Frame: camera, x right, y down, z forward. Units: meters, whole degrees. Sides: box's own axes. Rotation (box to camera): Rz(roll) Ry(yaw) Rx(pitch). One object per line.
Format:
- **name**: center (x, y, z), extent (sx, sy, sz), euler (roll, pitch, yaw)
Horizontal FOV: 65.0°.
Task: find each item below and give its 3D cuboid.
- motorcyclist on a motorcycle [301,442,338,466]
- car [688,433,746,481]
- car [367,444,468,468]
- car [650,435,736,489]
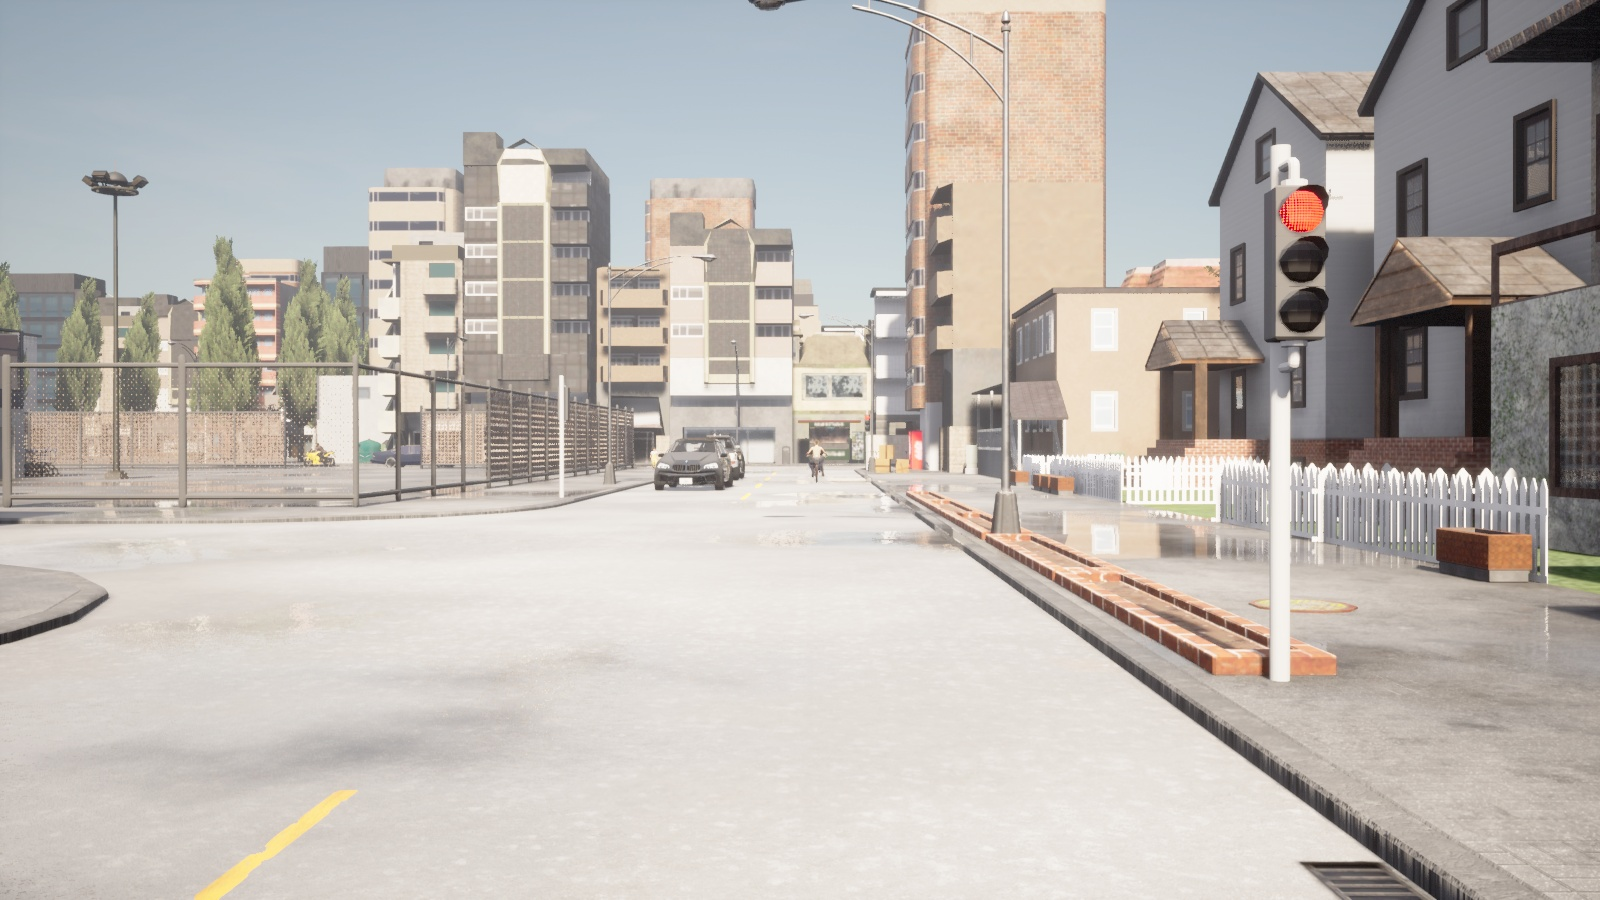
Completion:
- **motorcyclist on a motorcycle**: center (-30.227, 0.258, 78.965), extent (2.044, 1.523, 0.797), euler (0, 0, 1)
- **car**: center (-3.313, 0.273, 50.980), extent (1.932, 1.855, 4.605), euler (0, 0, 2)
- **car**: center (-22.766, 0.353, 74.878), extent (5.357, 1.411, 2.033), euler (0, 0, 1)
- **car**: center (-3.419, 0.357, 41.005), extent (2.242, 1.667, 4.611), euler (0, 0, 2)
